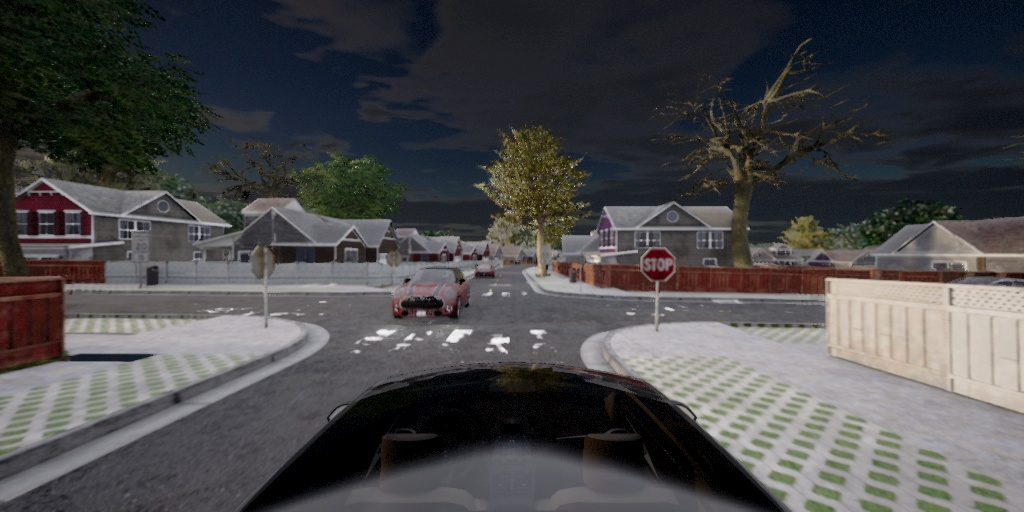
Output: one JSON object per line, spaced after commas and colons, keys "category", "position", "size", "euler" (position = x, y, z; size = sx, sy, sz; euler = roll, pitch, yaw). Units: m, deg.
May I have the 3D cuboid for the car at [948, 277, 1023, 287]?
{"category": "car", "position": [20.832, 1.677, 15.823], "size": [4.902, 1.511, 2.128], "euler": [1, 0, 1]}

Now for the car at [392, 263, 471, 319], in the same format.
{"category": "car", "position": [-2.742, 1.168, 13.112], "size": [2.097, 1.767, 4.553], "euler": [0, 0, 0]}

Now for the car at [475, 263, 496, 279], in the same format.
{"category": "car", "position": [-2.732, 1.534, 37.524], "size": [1.882, 1.535, 5.008], "euler": [0, 0, 0]}
